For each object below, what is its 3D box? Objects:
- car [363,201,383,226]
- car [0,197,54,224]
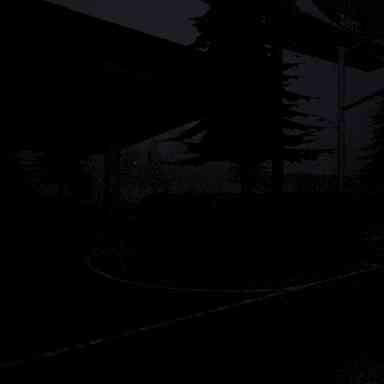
[{"bbox_3d":[11.394,1.317,21.322,2.128,1.511,4.902,0,1,-36],"label":"car"},{"bbox_3d":[-11.953,1.313,23.482,3.866,1.878,1.905,0,0,-36],"label":"car"}]
